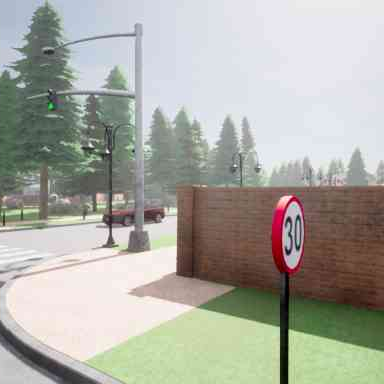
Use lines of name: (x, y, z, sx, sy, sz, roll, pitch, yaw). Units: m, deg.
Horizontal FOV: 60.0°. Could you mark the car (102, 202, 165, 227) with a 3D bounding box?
car: (-3.957, 1.464, 23.114, 1.882, 1.535, 5.008, 0, 0, 35)
